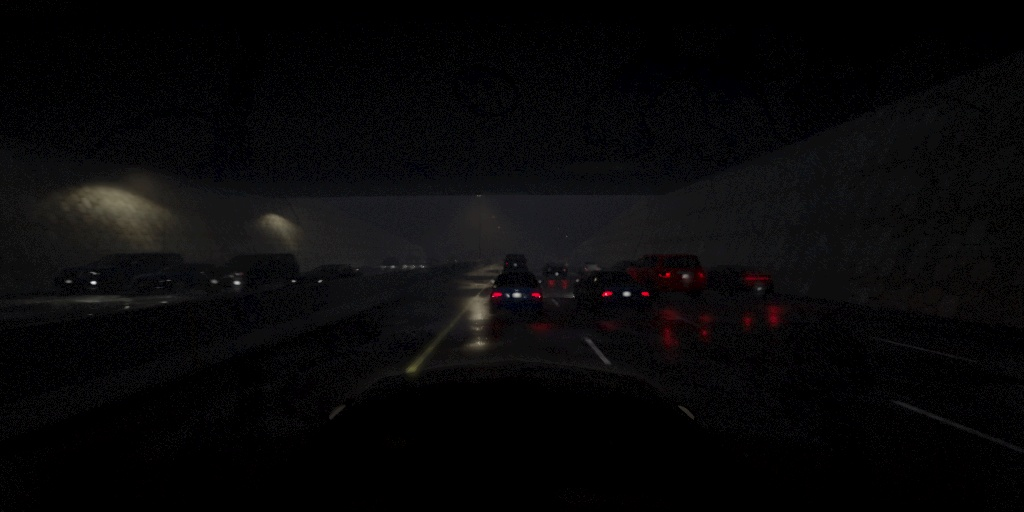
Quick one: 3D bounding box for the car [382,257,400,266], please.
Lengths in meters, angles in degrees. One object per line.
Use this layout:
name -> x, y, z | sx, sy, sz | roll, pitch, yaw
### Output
car -> -20.612, 0.914, 61.306 | 1.837, 1.490, 4.892 | 0, 0, 1

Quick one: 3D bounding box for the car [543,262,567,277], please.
car -> 3.792, 1.217, 32.394 | 1.895, 1.301, 4.718 | 0, 0, 0

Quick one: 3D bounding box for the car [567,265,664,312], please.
car -> 3.665, 1.250, 13.912 | 2.033, 1.411, 5.357 | 0, 0, 0

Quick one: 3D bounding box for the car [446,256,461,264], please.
car -> -10.119, 0.792, 62.161 | 2.097, 1.767, 4.553 | 0, 0, 1

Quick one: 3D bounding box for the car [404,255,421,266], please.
car -> -17.104, 0.776, 62.022 | 2.097, 1.767, 4.553 | 0, 0, 1

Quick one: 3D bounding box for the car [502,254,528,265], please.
car -> 0.298, 0.825, 33.049 | 2.150, 2.045, 5.566 | 0, 0, 0

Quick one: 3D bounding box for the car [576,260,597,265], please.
car -> 7.298, 1.140, 34.973 | 1.812, 1.442, 4.674 | 0, 0, 0

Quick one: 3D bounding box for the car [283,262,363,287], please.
car -> -10.490, 1.178, 20.907 | 2.033, 1.411, 5.357 | 0, 0, 0

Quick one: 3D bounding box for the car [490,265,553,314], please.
car -> 0.162, 1.242, 13.537 | 2.033, 1.411, 5.357 | 0, 0, 0

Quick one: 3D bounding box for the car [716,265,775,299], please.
car -> 10.691, 1.195, 17.885 | 2.128, 1.511, 4.902 | 0, 0, 0

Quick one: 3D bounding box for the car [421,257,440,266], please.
car -> -13.622, 0.943, 61.285 | 1.837, 1.490, 4.892 | 0, 0, 1

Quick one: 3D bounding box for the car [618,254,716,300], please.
car -> 7.189, 0.917, 17.469 | 2.150, 2.045, 5.566 | 0, 0, 0

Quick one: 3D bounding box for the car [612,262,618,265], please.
car -> 10.804, 1.133, 34.017 | 1.837, 1.490, 4.892 | 0, 0, 0

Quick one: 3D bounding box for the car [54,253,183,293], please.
car -> -20.994, 0.828, 19.753 | 2.150, 2.045, 5.566 | 0, 0, 0

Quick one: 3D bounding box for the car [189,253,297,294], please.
car -> -13.997, 0.847, 19.659 | 2.150, 2.045, 5.566 | 0, 0, 0

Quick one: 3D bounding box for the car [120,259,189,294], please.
car -> -17.498, 1.096, 19.465 | 1.882, 1.535, 5.008 | 0, 0, 0
